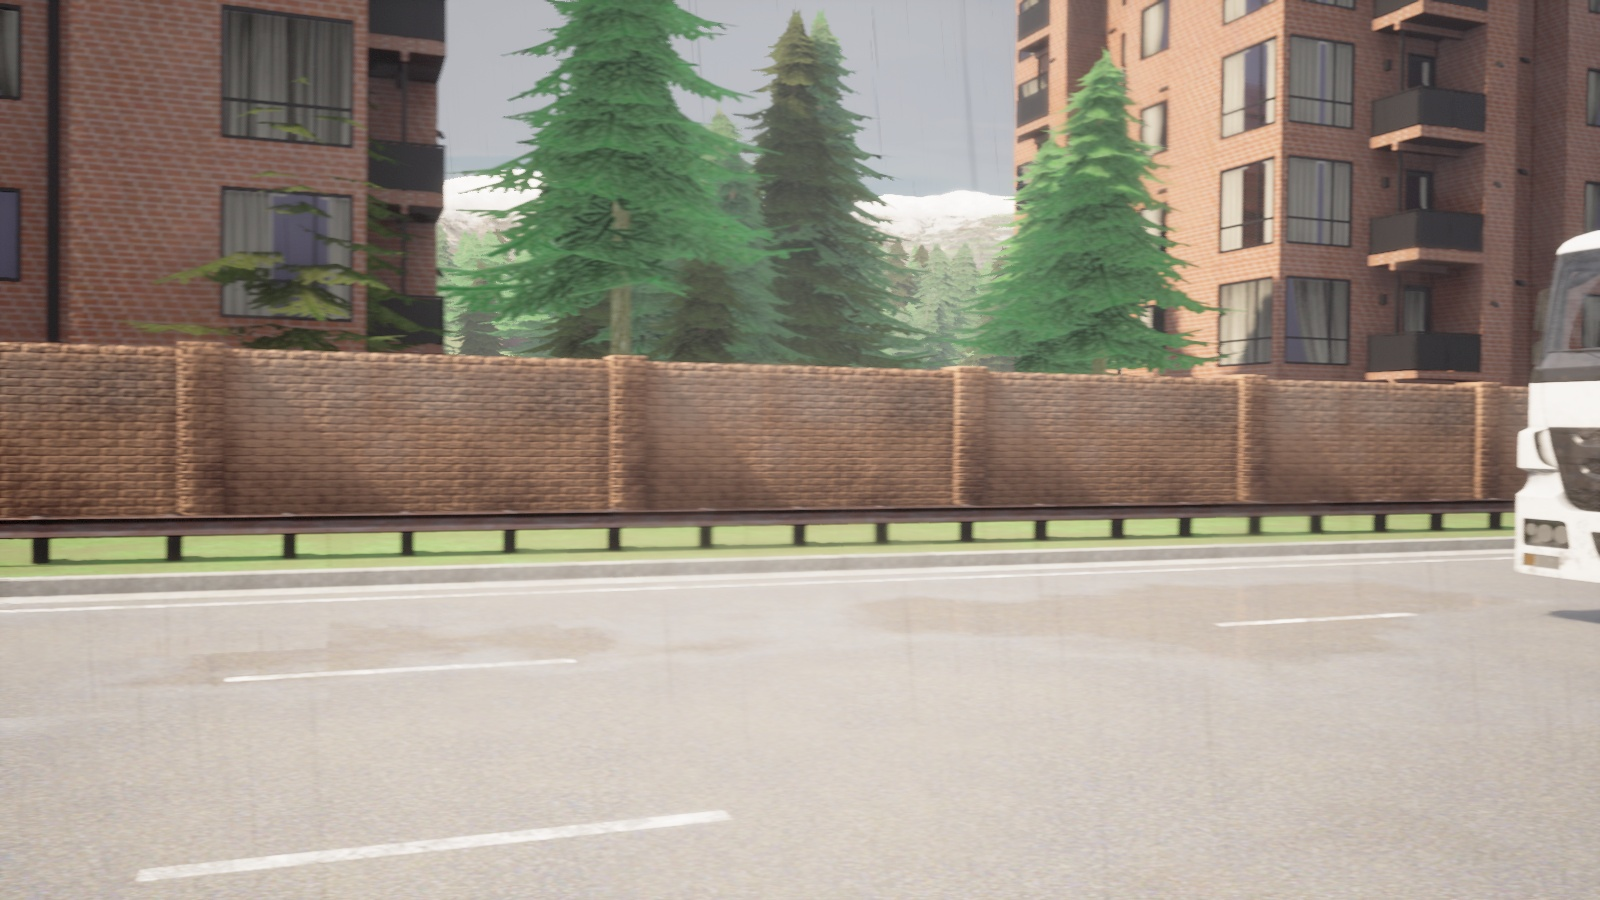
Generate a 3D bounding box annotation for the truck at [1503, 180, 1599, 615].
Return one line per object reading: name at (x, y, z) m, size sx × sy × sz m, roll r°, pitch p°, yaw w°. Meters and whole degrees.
truck at (10.283, -0.472, 10.875) m, size 7.936 × 3.462 × 2.891 m, roll -1°, pitch 1°, yaw -21°
